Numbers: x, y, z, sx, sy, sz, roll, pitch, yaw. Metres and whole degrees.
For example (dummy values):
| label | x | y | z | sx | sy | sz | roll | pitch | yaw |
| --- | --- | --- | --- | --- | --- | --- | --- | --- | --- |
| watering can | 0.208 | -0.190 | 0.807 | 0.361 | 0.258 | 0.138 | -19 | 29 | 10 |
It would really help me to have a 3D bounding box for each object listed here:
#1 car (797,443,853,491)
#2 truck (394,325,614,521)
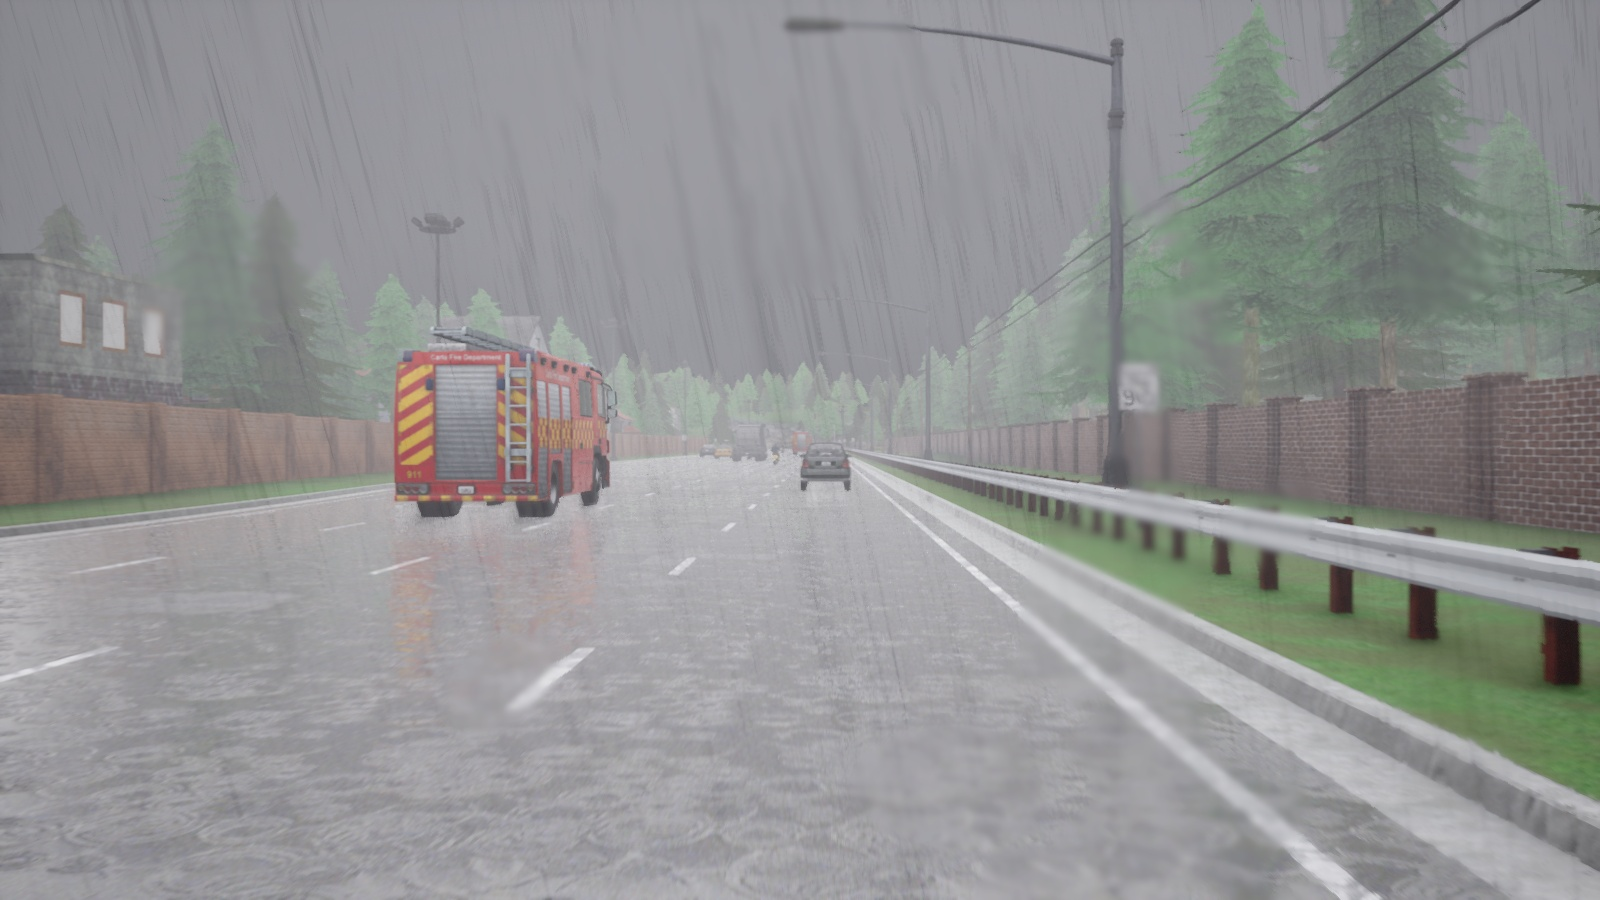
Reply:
| label | x | y | z | sx | sy | sz | roll | pitch | yaw |
| --- | --- | --- | --- | --- | --- | --- | --- | --- | --- |
| car | 0.850 | 0.543 | 42.533 | 1.789 | 1.549 | 3.705 | 0 | 0 | 1 |
| truck | -6.424 | -0.548 | 28.819 | 2.891 | 3.827 | 8.468 | 0 | 0 | 1 |
